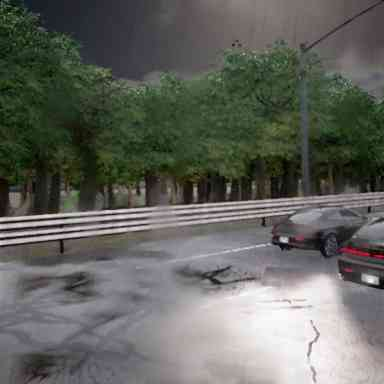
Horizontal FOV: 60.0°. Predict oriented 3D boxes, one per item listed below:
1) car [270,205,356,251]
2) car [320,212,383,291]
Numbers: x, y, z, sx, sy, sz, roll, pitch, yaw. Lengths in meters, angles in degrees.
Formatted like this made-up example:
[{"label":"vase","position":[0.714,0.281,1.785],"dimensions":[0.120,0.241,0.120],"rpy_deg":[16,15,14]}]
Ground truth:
[{"label":"car","position":[4.631,1.174,11.173],"dimensions":[4.674,1.442,1.812],"rpy_deg":[-2,1,-34]},{"label":"car","position":[5.148,1.217,7.276],"dimensions":[4.892,1.490,1.837],"rpy_deg":[-2,1,-35]}]
